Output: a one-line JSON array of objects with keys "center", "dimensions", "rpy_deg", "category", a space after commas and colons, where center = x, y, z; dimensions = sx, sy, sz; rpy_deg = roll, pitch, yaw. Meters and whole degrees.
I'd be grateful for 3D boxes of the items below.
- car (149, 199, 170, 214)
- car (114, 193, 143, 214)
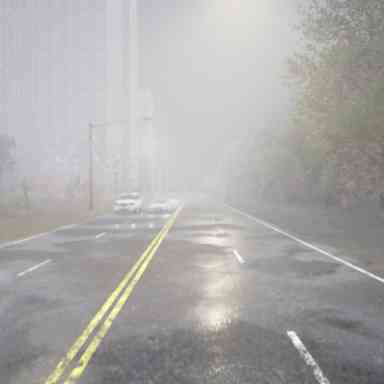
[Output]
[{"center": [-3.273, 1.432, 34.164], "dimensions": [1.812, 1.442, 4.674], "rpy_deg": [0, 0, 0], "category": "car"}, {"center": [-6.528, 1.152, 34.586], "dimensions": [2.150, 2.045, 5.566], "rpy_deg": [0, 0, 0], "category": "car"}]
